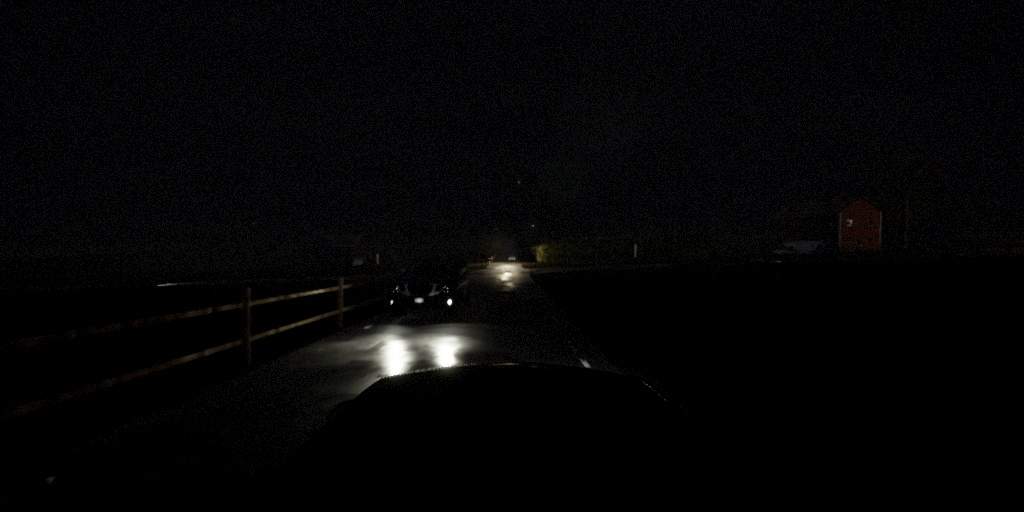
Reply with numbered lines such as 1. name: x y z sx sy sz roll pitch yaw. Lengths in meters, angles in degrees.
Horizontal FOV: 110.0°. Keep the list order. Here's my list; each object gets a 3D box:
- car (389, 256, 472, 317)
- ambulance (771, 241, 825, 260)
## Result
1. car: -2.845 1.016 13.764 2.150 2.045 5.566 0 0 0
2. ambulance: 39.339 -0.755 49.486 6.366 2.431 2.351 -2 2 0
